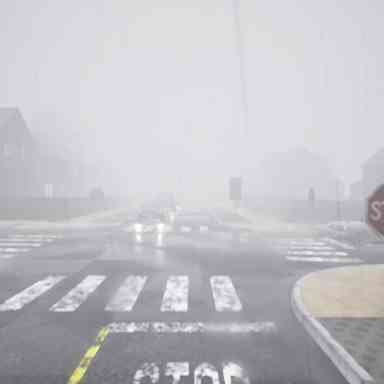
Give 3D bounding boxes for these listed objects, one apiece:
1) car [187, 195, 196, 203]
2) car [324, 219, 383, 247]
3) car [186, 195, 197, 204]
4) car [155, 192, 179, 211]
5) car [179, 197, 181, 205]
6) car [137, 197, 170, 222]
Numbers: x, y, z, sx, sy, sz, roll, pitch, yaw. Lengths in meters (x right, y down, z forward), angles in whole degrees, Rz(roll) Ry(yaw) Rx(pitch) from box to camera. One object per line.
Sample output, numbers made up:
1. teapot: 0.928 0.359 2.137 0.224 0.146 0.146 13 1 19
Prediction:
1. car: -0.111 1.300 67.008 1.837 1.490 4.892 0 0 0
2. car: 8.382 1.611 14.532 4.718 1.301 1.895 1 1 -3
3. car: -0.093 1.347 56.999 1.994 1.385 4.181 0 0 0
4. car: -2.906 1.018 37.572 2.150 2.045 5.566 0 0 0
5. car: -2.885 1.132 52.049 2.097 1.767 4.553 0 0 0
6. car: -2.890 1.370 24.953 1.812 1.442 4.674 0 0 0
